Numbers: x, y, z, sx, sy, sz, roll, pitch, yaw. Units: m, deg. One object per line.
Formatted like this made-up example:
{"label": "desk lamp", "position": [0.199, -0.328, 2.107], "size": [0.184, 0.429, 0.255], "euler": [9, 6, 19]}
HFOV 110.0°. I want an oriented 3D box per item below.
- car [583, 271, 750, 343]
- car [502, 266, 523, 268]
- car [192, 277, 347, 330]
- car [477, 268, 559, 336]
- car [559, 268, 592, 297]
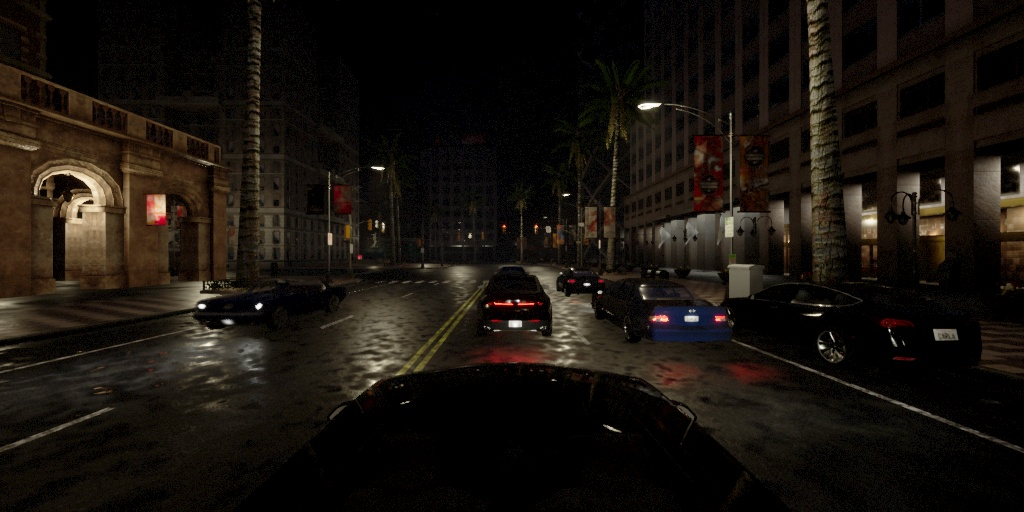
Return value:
{"label": "car", "position": [3.562, 1.297, 9.659], "size": [2.033, 1.411, 5.357], "euler": [0, 0, 0]}
{"label": "car", "position": [0.013, 1.276, 19.306], "size": [1.812, 1.442, 4.674], "euler": [0, 0, -2]}
{"label": "car", "position": [-7.123, 1.351, 11.206], "size": [1.895, 1.301, 4.718], "euler": [0, 0, 0]}
{"label": "car", "position": [0.052, 1.254, 10.359], "size": [1.837, 1.490, 4.892], "euler": [0, 0, -1]}
{"label": "car", "position": [3.517, 1.314, 18.902], "size": [1.994, 1.385, 4.181], "euler": [0, 0, -1]}
